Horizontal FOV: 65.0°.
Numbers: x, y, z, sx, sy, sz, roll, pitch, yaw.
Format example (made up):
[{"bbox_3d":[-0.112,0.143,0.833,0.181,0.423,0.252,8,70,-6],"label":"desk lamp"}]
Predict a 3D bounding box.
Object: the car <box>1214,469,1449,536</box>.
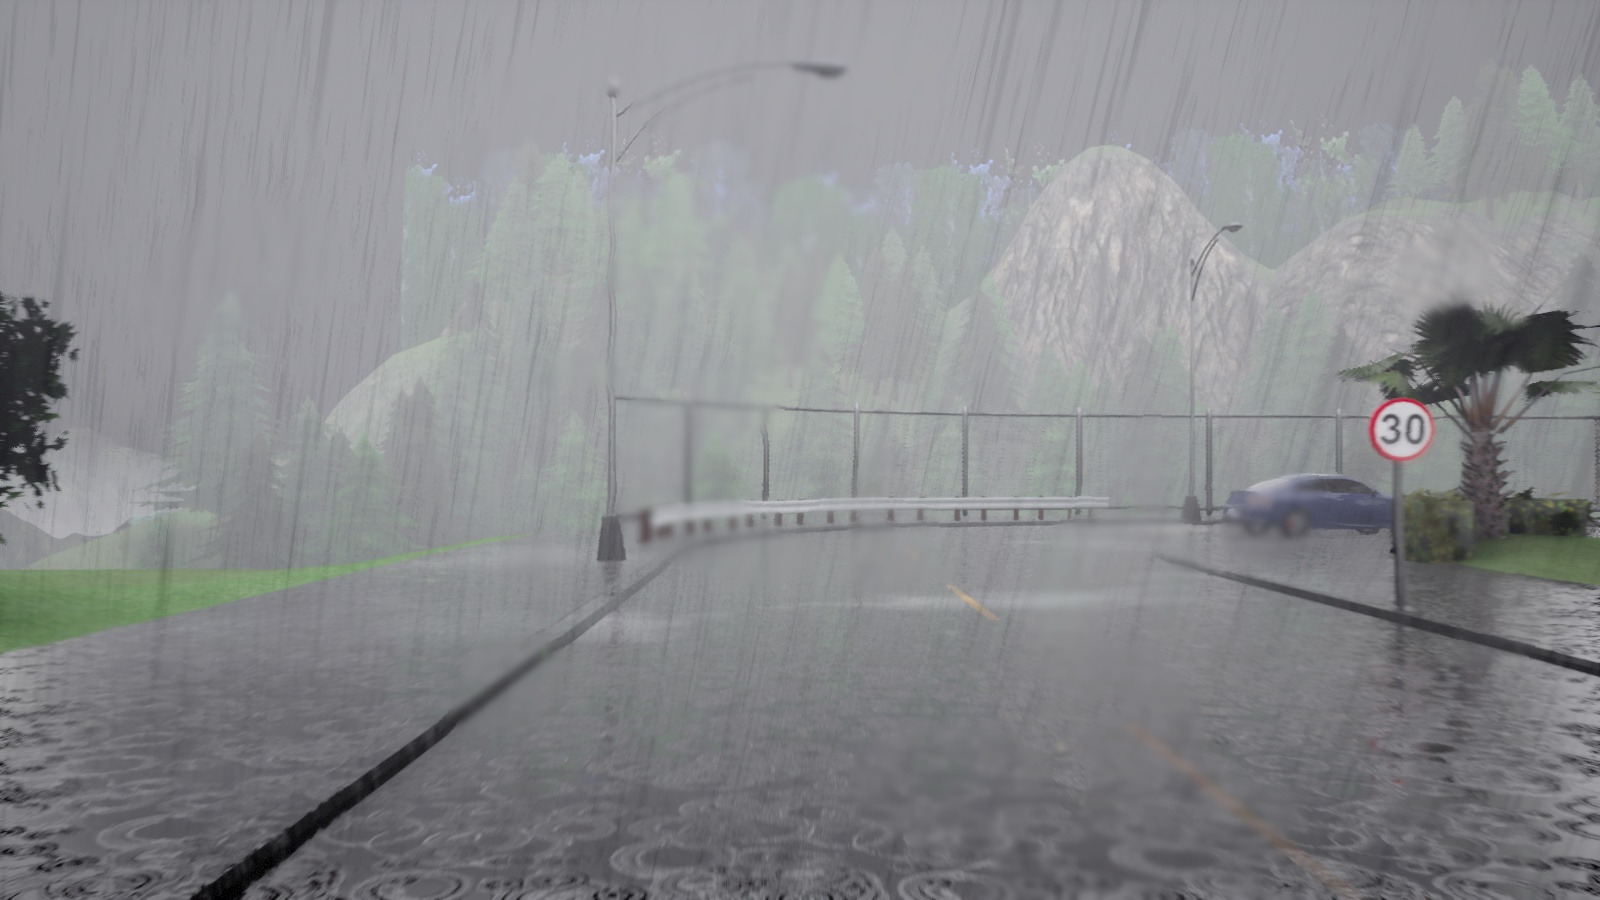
[{"bbox_3d":[12.090,1.173,28.674,4.674,1.442,1.812,0,-1,-9],"label":"car"}]
